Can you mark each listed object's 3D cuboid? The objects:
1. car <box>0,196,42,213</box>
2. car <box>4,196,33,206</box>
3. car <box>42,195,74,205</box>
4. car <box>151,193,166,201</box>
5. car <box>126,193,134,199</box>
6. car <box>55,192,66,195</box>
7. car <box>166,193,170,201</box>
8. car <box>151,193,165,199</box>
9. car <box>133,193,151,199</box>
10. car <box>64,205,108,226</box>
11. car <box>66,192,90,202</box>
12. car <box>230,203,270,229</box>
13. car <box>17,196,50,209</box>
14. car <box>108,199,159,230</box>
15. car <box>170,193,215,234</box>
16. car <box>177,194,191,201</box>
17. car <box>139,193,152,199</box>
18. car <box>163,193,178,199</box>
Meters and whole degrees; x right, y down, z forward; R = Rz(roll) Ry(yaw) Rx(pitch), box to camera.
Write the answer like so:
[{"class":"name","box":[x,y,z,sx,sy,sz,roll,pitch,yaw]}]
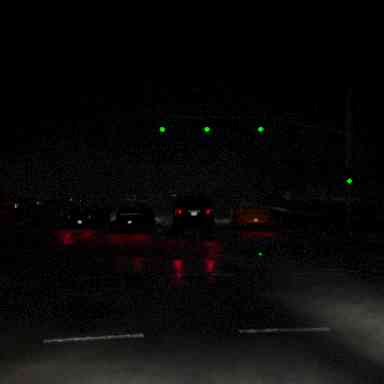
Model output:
[{"class":"car","box":[-17.520,1.272,33.589,2.097,1.767,4.553,0,0,0]},{"class":"car","box":[-28.166,1.421,54.179,2.033,1.411,5.357,0,0,-3]},{"class":"car","box":[-17.498,1.444,42.838,2.033,1.411,5.357,0,0,0]},{"class":"car","box":[-8.227,1.281,77.607,1.882,1.535,5.008,0,0,-22]},{"class":"car","box":[-15.363,1.122,85.589,1.837,1.490,4.892,0,0,-30]},{"class":"car","box":[-21.139,1.093,54.002,2.150,2.045,5.566,0,0,-3]},{"class":"car","box":[-5.018,1.337,79.008,2.033,1.411,5.357,0,0,-22]},{"class":"car","box":[-9.066,1.110,88.647,1.837,1.490,4.892,0,0,-30]},{"class":"car","box":[-11.406,1.285,76.109,1.882,1.535,5.008,0,0,-22]},{"class":"car","box":[-6.899,1.542,22.643,1.895,1.301,4.718,0,0,0]},{"class":"car","box":[-17.545,1.226,52.235,2.097,1.767,4.553,0,0,0]},{"class":"car","box":[3.601,1.418,21.243,1.882,1.535,5.008,0,0,0]},{"class":"car","box":[-20.998,1.386,44.330,2.128,1.511,4.902,0,0,0]},{"class":"car","box":[-3.399,1.436,20.595,2.128,1.511,4.902,0,0,0]},{"class":"car","box":[0.101,1.169,19.115,2.150,2.045,5.566,0,0,0]},{"class":"car","box":[-1.975,1.317,80.876,1.812,1.442,4.674,0,0,-22]},{"class":"car","box":[-12.215,1.094,87.118,1.882,1.535,5.008,0,0,-30]},{"class":"car","box":[-5.918,1.130,90.176,2.128,1.511,4.902,0,0,-30]}]
